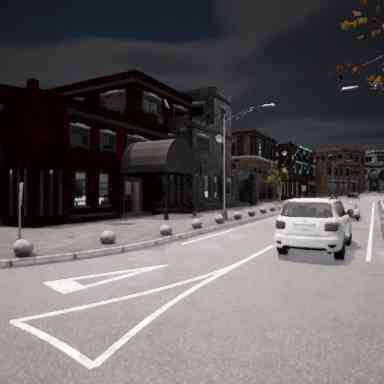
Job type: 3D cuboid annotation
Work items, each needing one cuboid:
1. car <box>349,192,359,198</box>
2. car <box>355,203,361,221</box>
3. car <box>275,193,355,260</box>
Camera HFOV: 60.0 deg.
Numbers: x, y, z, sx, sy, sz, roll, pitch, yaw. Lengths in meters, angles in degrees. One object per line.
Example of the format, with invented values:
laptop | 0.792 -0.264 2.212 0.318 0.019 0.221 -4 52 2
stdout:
car | 34.099 0.670 70.538 1.895 1.301 4.718 0 1 32
car | 12.025 1.447 25.855 1.895 1.301 4.718 0 1 29
car | 4.786 1.225 12.721 2.150 2.045 5.566 0 0 29
